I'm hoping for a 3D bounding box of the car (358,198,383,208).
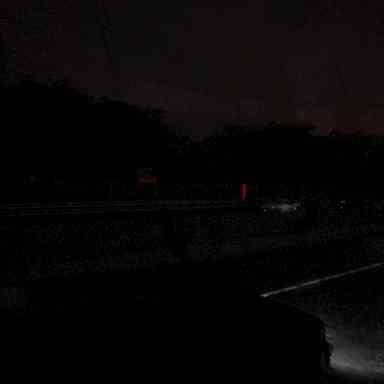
[{"bbox_3d":[16.645,1.439,28.686,4.674,1.442,1.812,0,0,-36],"label":"car"}]

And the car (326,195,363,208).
[{"bbox_3d":[14.632,0.943,31.549,4.553,1.767,2.097,0,0,-36],"label":"car"}]

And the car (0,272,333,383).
[{"bbox_3d":[-0.969,1.543,3.057,5.357,1.411,2.033,0,0,-36],"label":"car"}]

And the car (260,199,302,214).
[{"bbox_3d":[8.561,1.404,31.569,4.674,1.442,1.812,0,0,-35],"label":"car"}]
